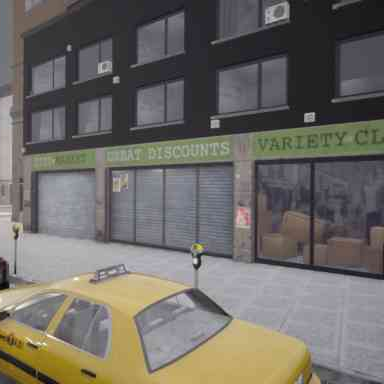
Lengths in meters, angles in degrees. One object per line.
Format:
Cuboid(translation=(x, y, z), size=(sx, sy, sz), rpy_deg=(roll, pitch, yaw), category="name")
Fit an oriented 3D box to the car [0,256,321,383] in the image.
Cuboid(translation=(-1.121, 1.525, 3.879), size=(4.829, 1.417, 1.752), rpy_deg=(0, 1, 35), category="car")
